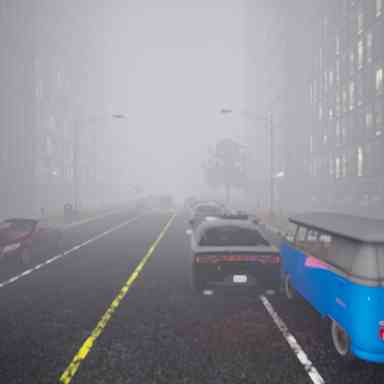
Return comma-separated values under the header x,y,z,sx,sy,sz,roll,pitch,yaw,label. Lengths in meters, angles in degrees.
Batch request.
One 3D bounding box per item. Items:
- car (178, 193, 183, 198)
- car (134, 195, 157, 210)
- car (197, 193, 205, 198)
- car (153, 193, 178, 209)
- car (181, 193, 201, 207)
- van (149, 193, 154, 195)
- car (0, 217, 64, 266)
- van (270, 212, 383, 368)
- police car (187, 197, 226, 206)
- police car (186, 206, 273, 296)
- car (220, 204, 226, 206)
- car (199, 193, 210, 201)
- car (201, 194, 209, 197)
x,y,z,sx,sy,sz,roll,pitch,yaw,label
-3.231,0.970,95.347,1.812,1.442,4.674,0,0,0,car
-5.786,1.354,39.728,2.008,1.369,4.403,0,0,0,car
2.472,1.021,90.976,1.887,1.381,4.507,0,0,0,car
-3.197,1.147,41.366,2.097,1.767,4.553,0,0,0,car
-0.102,1.251,45.187,1.882,1.535,5.008,0,0,1,car
-5.813,1.080,51.112,1.690,1.788,3.998,0,0,0,van
-5.717,1.526,11.265,1.802,1.307,4.206,0,0,0,car
2.677,1.313,5.590,1.690,1.788,3.998,0,0,0,van
0.855,1.333,18.715,1.930,1.638,5.238,0,0,0,police car
0.879,1.382,8.715,1.930,1.638,5.238,0,0,0,police car
2.650,1.499,16.975,1.802,1.307,4.206,0,0,0,car
2.527,1.070,68.205,1.967,1.590,4.097,0,0,0,car
2.582,1.323,45.437,2.008,1.369,4.403,0,0,0,car
